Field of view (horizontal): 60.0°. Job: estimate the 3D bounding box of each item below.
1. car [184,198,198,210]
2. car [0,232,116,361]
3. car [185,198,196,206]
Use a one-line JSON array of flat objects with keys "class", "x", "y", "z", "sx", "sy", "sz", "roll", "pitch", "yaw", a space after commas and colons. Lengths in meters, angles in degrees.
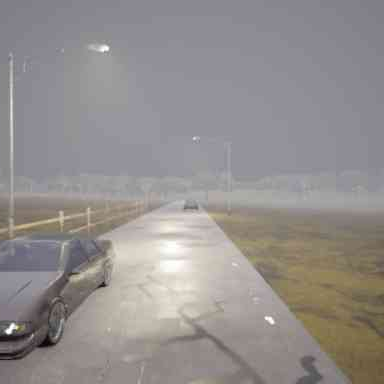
[{"class": "car", "x": -0.146, "y": 1.701, "z": 45.677, "sx": 1.994, "sy": 1.385, "sz": 4.181, "roll": 0, "pitch": 0, "yaw": 0}, {"class": "car", "x": -2.880, "y": 1.552, "z": 6.537, "sx": 2.033, "sy": 1.411, "sz": 5.357, "roll": 0, "pitch": 0, "yaw": 0}, {"class": "car", "x": -0.254, "y": 1.831, "z": 63.771, "sx": 2.033, "sy": 1.411, "sz": 5.357, "roll": 0, "pitch": -1, "yaw": 0}]
